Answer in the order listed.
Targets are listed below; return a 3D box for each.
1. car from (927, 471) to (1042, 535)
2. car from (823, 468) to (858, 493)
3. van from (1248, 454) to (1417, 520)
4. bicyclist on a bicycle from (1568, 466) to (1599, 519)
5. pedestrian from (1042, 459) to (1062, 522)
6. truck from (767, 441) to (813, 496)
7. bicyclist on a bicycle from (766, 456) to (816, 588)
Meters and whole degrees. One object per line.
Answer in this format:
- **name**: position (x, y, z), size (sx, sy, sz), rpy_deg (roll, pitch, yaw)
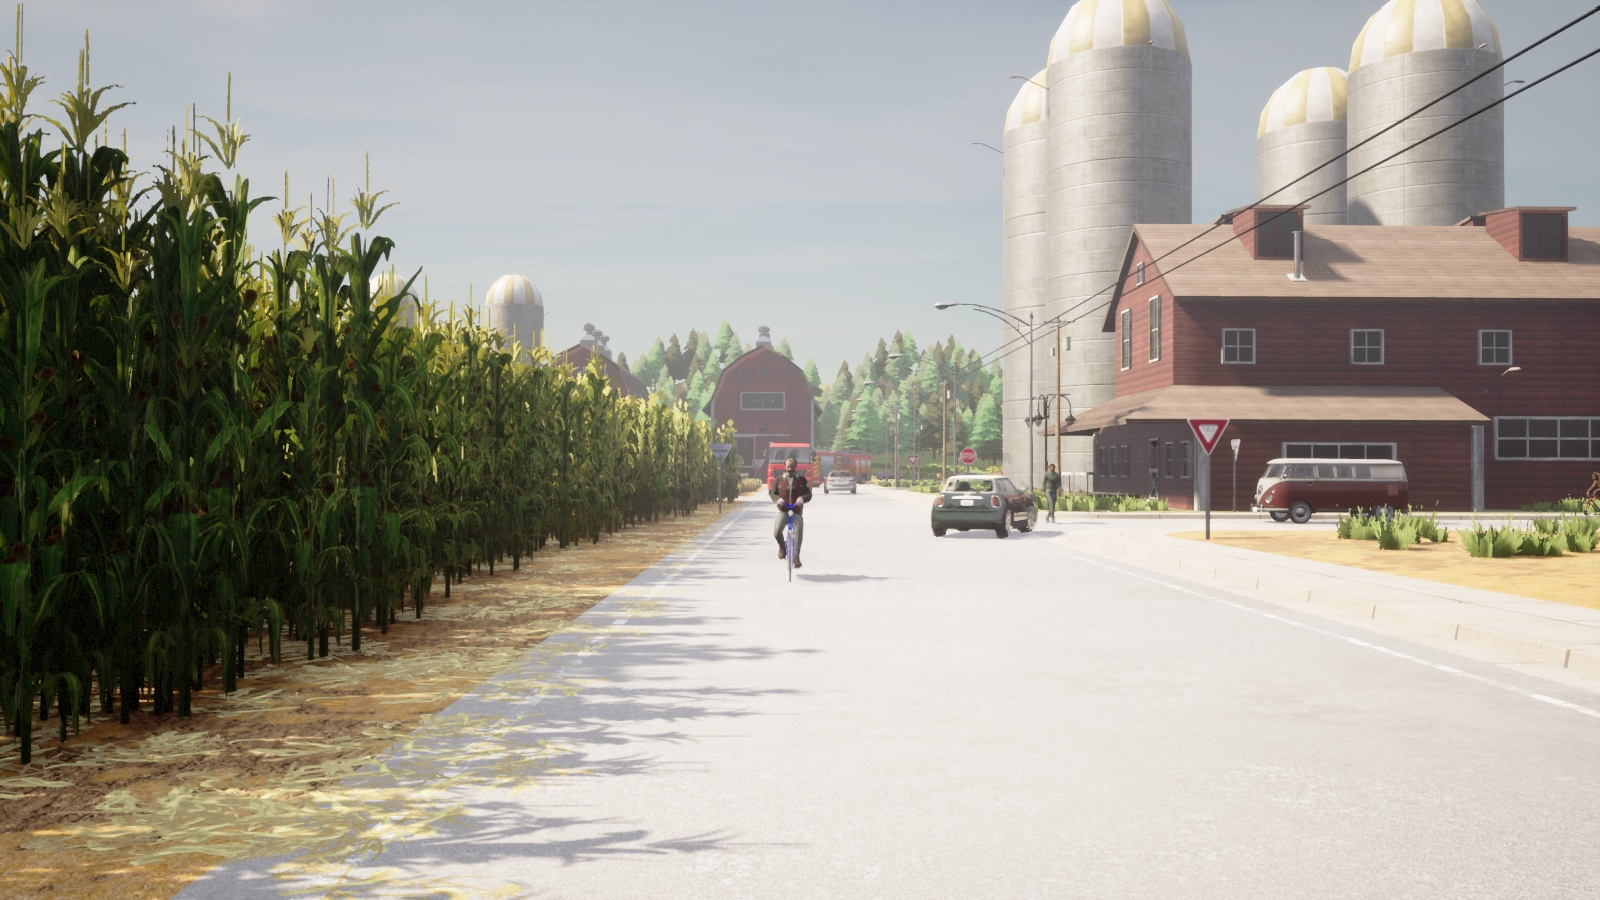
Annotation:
- **car**: position (4.667, 1.284, 31.384), size (1.970, 1.475, 3.806), rpy_deg (-1, -1, 22)
- **car**: position (2.808, 2.128, 88.419), size (2.242, 1.667, 4.611), rpy_deg (0, -1, 0)
- **van**: position (16.334, 1.123, 38.666), size (4.442, 1.987, 1.775), rpy_deg (0, -1, -1)
- **bicyclist on a bicycle**: position (24.792, 1.292, 38.857), size (1.656, 1.620, 0.582), rpy_deg (0, -1, -1)
- **pedestrian**: position (7.423, 1.179, 36.951), size (0.353, 1.847, 0.614), rpy_deg (0, -1, -11)
- **truck**: position (-0.660, 1.247, 84.249), size (2.891, 3.462, 7.936), rpy_deg (0, -1, 0)
- **bicyclist on a bicycle**: position (-0.128, 0.985, 17.874), size (0.659, 1.776, 1.843), rpy_deg (0, -1, 0)
